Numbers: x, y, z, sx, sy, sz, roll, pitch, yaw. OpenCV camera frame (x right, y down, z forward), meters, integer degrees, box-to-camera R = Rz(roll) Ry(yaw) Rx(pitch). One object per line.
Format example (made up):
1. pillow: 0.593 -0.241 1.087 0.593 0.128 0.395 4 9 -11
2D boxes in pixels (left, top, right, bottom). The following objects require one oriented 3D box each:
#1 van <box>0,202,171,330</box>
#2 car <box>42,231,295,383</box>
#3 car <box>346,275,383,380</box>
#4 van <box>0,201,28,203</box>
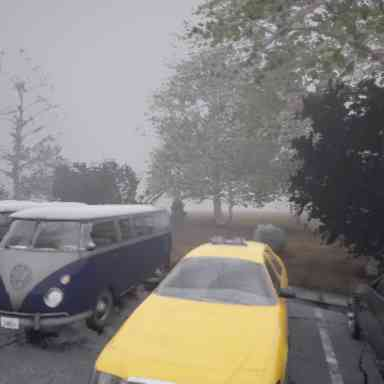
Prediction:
1. van: -1.905 1.258 6.734 1.878 1.987 4.442 1 -1 16
2. car: 0.494 1.480 4.936 1.946 1.575 5.366 1 -1 16
3. car: 2.969 1.516 3.417 2.163 1.488 4.792 0 -1 16
4. van: -4.331 1.258 8.464 1.878 1.987 4.442 1 -1 16
